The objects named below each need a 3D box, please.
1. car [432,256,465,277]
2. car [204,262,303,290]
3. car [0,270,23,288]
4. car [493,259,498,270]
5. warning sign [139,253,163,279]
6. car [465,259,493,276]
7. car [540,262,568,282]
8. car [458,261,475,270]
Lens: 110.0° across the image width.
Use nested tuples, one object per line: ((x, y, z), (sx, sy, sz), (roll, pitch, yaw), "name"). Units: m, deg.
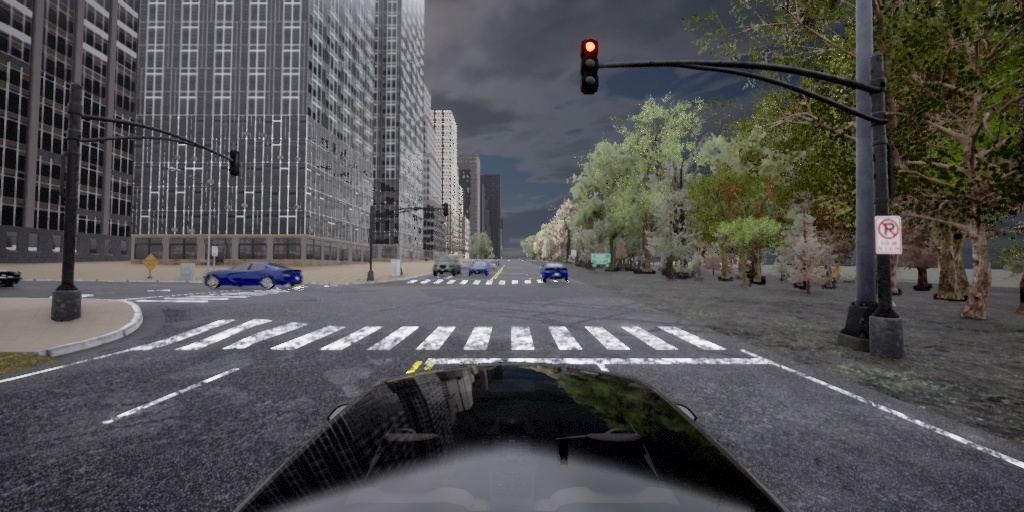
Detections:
((-6.594, 0.992, 36.847), (2.150, 2.045, 5.566), (0, 0, 0), "car")
((-14.550, 1.067, 20.282), (5.008, 1.535, 1.882), (1, -2, 2), "car")
((-25.971, 0.869, 16.435), (4.718, 1.301, 1.895), (1, -2, -4), "car")
((-3.334, 1.381, 51.025), (1.895, 1.301, 4.718), (0, 0, 0), "car")
((-26.156, 0.733, 25.897), (1.060, 1.860, 1.300), (0, 0, -4), "warning sign")
((-3.338, 1.249, 37.090), (1.882, 1.535, 5.008), (0, 1, 0), "car")
((3.342, 1.231, 29.198), (1.882, 1.535, 5.008), (0, 0, 0), "car")
((-6.582, 1.381, 52.748), (1.895, 1.301, 4.718), (0, 0, 0), "car")
